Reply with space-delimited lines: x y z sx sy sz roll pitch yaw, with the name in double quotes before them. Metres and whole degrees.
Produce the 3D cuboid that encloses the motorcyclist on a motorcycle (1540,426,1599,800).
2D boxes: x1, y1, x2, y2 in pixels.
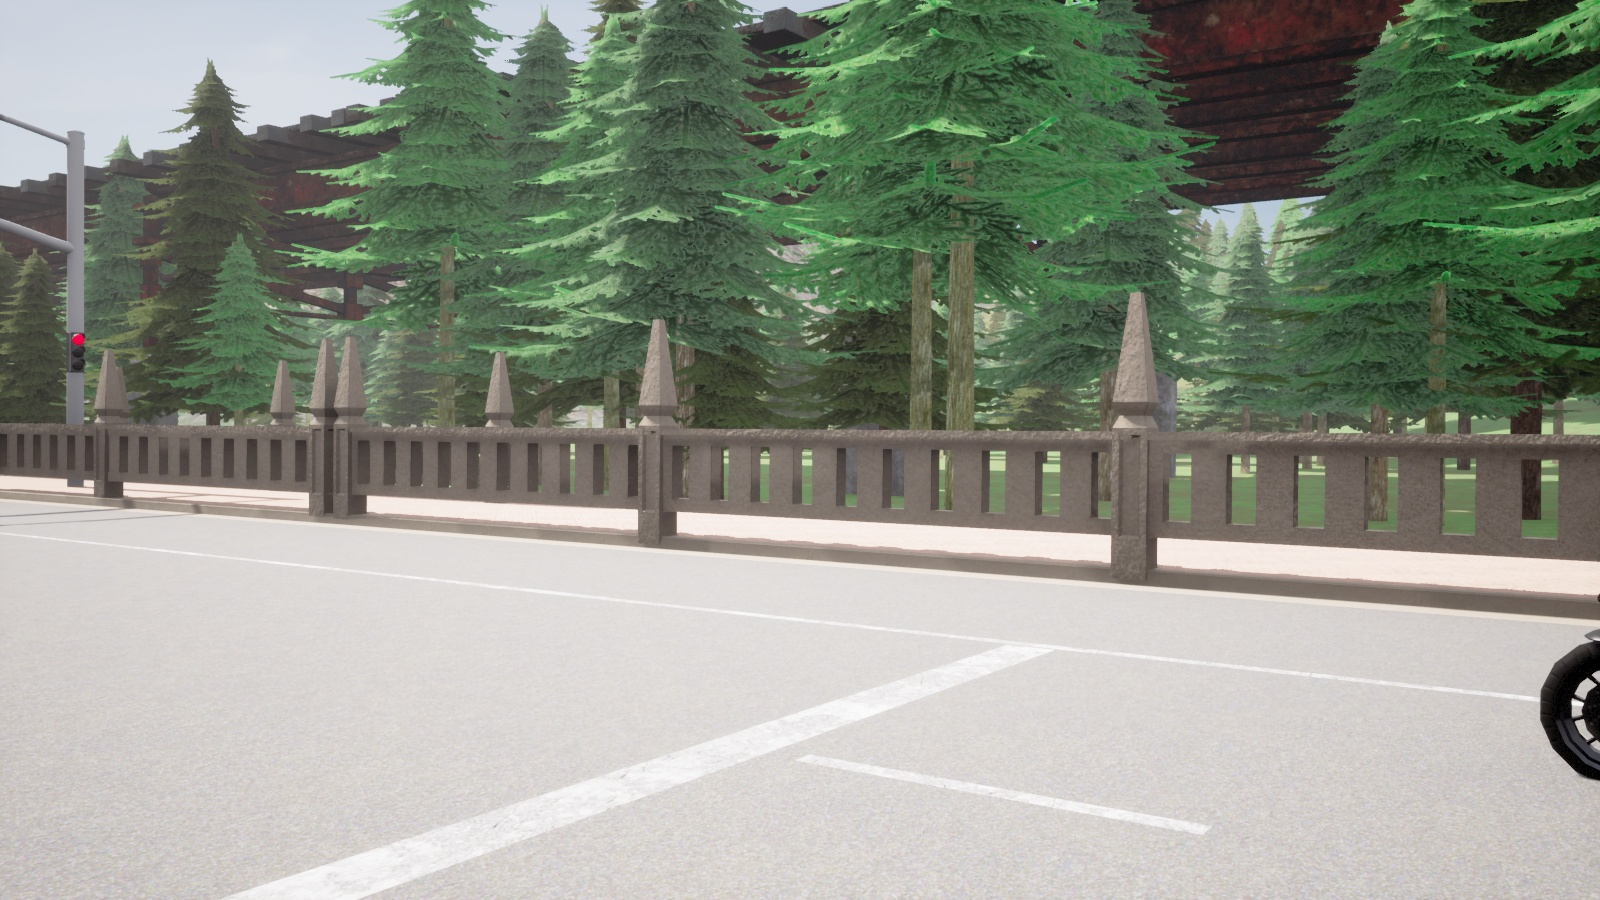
"motorcyclist on a motorcycle" 4.247 0.660 5.004 2.191 1.530 0.866 0 1 34
